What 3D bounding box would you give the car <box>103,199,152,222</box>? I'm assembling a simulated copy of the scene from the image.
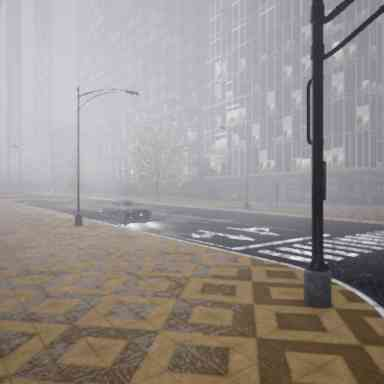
[{"bbox_3d":[-4.409,1.199,22.456,1.994,1.385,4.181,0,1,-38],"label":"car"}]
